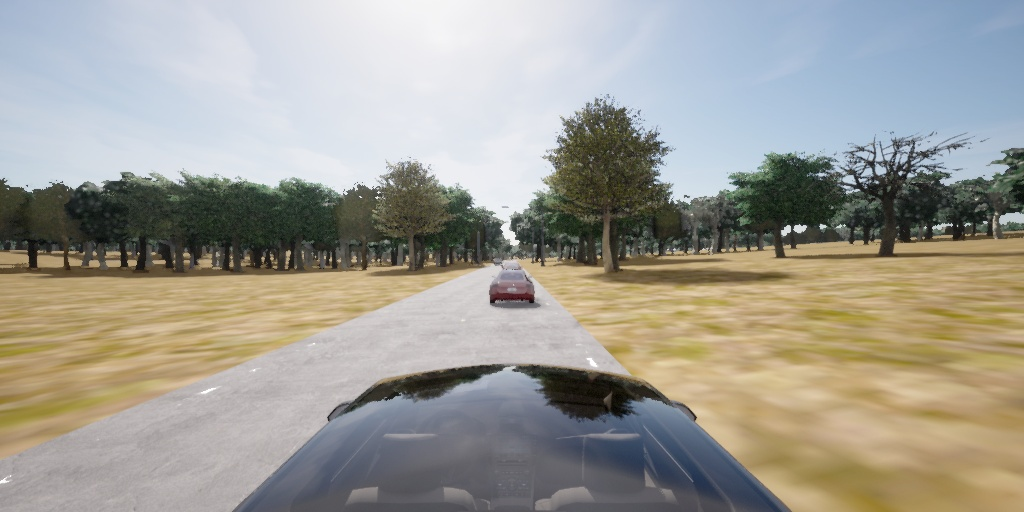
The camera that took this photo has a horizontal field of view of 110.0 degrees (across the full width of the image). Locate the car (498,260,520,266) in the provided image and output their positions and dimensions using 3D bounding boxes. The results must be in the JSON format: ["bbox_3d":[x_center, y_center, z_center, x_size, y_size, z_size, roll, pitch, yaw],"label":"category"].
[{"bbox_3d":[0.000,1.296,31.464,1.812,1.442,4.674,0,0,0],"label":"car"}]

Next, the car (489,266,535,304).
[{"bbox_3d":[0.000,1.325,16.463,1.994,1.385,4.181,0,0,0],"label":"car"}]
